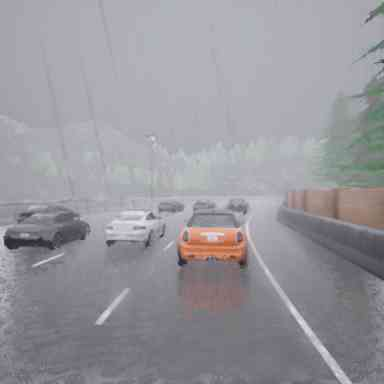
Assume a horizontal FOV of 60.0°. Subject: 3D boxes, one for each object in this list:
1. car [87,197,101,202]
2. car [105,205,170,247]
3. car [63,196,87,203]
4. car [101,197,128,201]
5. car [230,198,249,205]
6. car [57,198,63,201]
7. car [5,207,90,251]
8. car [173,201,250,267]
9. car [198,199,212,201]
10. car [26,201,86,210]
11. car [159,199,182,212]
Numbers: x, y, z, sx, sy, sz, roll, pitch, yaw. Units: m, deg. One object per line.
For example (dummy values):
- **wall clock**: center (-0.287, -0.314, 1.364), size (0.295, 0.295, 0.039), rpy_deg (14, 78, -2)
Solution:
- **car**: center (-14.768, 1.566, 55.179), size (1.812, 1.442, 4.674), rpy_deg (0, 0, 20)
- **car**: center (-2.428, 1.540, 15.025), size (1.812, 1.442, 4.674), rpy_deg (0, 0, 6)
- **car**: center (-18.488, 1.537, 55.153), size (1.837, 1.490, 4.892), rpy_deg (0, 0, 19)
- **car**: center (-11.872, 1.549, 52.902), size (1.837, 1.490, 4.892), rpy_deg (0, 0, 19)
- **car**: center (4.979, 1.410, 35.619), size (2.097, 1.767, 4.553), rpy_deg (0, 0, 14)
- **car**: center (-21.265, 1.508, 57.812), size (1.882, 1.535, 5.008), rpy_deg (0, 0, 20)
- **car**: center (-6.010, 1.570, 14.330), size (1.994, 1.385, 4.181), rpy_deg (0, 0, 5)
- **car**: center (0.775, 1.369, 11.722), size (2.097, 1.767, 4.553), rpy_deg (0, 0, 5)
- **car**: center (1.434, 1.542, 35.894), size (2.128, 1.511, 4.902), rpy_deg (0, 0, 14)
- **car**: center (-8.753, 1.513, 20.692), size (1.837, 1.490, 4.892), rpy_deg (0, 0, 8)
- **car**: center (-2.161, 1.534, 35.944), size (2.128, 1.511, 4.902), rpy_deg (0, 0, 14)
